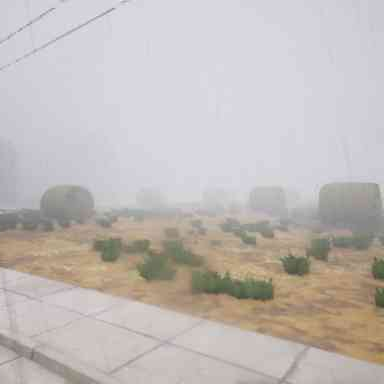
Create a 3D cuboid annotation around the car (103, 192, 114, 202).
[{"bbox_3d":[-17.106,1.007,68.656,1.905,1.878,3.866,6,1,-10],"label":"car"}]
